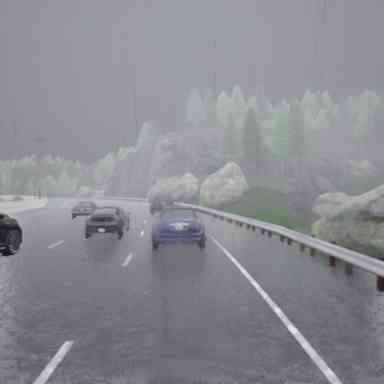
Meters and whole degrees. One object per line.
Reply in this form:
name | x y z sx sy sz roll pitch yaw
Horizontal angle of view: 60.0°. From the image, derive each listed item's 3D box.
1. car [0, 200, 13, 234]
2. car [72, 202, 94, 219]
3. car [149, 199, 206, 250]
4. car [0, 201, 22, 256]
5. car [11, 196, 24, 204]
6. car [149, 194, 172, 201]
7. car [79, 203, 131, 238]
car | -11.436 1.388 17.379 2.097 1.767 4.553 0 0 -6
car | -9.567 1.590 30.092 2.033 1.411 5.357 0 0 -10
car | -0.641 1.365 14.667 2.097 1.767 4.553 0 0 -4
car | -7.303 1.244 10.074 2.150 2.045 5.566 0 0 -3
car | -34.355 1.605 65.730 1.837 1.490 4.892 0 0 -22
car | -3.140 1.255 33.838 2.150 2.045 5.566 0 0 -10
car | -4.448 1.528 17.893 1.837 1.490 4.892 0 0 -6
